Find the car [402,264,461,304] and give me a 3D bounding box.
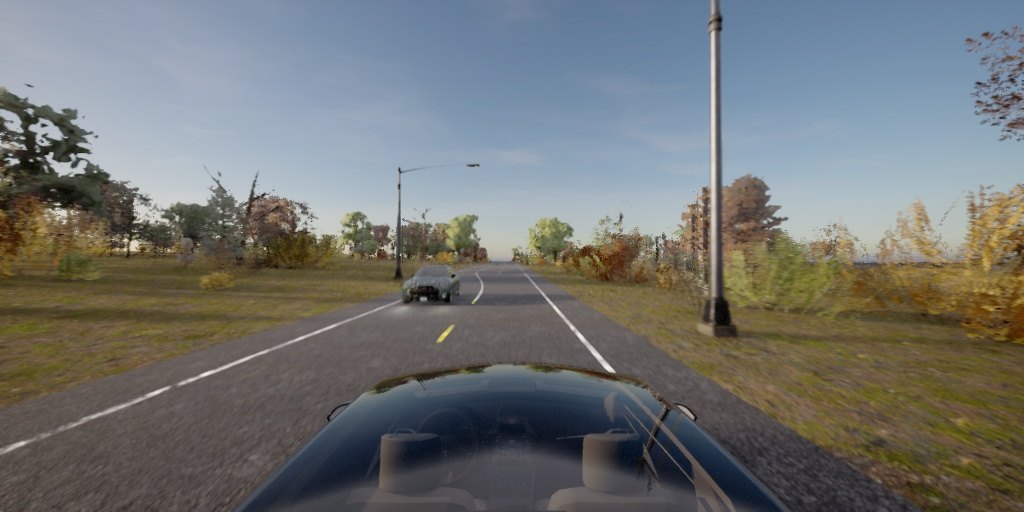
[{"bbox_3d":[-3.706,1.215,17.129,2.097,1.767,4.553,0,0,-1],"label":"car"}]
